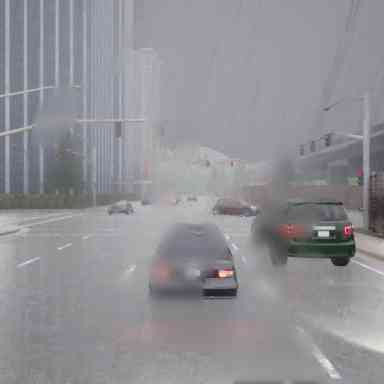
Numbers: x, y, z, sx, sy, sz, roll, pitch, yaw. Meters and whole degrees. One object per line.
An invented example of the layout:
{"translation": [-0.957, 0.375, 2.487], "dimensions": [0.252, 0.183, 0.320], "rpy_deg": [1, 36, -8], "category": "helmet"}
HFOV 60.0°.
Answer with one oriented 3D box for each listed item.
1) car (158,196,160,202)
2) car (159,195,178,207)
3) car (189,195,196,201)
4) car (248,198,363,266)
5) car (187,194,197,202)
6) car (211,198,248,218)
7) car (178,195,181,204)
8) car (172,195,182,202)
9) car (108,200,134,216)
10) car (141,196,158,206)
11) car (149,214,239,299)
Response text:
{"translation": [-6.981, 1.495, 69.159], "dimensions": [2.128, 1.511, 4.902], "rpy_deg": [0, 0, 0], "category": "car"}
{"translation": [-3.580, 1.477, 52.092], "dimensions": [1.882, 1.535, 5.008], "rpy_deg": [0, 0, 0], "category": "car"}
{"translation": [0.024, 1.499, 88.874], "dimensions": [1.837, 1.490, 4.892], "rpy_deg": [0, 0, 0], "category": "car"}
{"translation": [3.574, 1.221, 11.645], "dimensions": [2.150, 2.045, 5.566], "rpy_deg": [0, 0, 1], "category": "car"}
{"translation": [0.021, 1.355, 78.630], "dimensions": [2.097, 1.767, 4.553], "rpy_deg": [0, 0, 0], "category": "car"}
{"translation": [4.104, 1.376, 30.168], "dimensions": [4.553, 1.767, 2.097], "rpy_deg": [0, 0, 32], "category": "car"}
{"translation": [-3.542, 1.477, 62.874], "dimensions": [1.882, 1.535, 5.008], "rpy_deg": [0, 0, 0], "category": "car"}
{"translation": [-3.479, 1.519, 77.919], "dimensions": [2.128, 1.511, 4.902], "rpy_deg": [0, 0, 0], "category": "car"}
{"translation": [-7.091, 1.558, 33.520], "dimensions": [1.812, 1.442, 4.674], "rpy_deg": [0, 0, 0], "category": "car"}
{"translation": [-7.078, 1.600, 53.486], "dimensions": [1.895, 1.301, 4.718], "rpy_deg": [0, 0, 0], "category": "car"}
{"translation": [0.057, 1.547, 8.611], "dimensions": [2.033, 1.411, 5.357], "rpy_deg": [0, 0, 1], "category": "car"}
